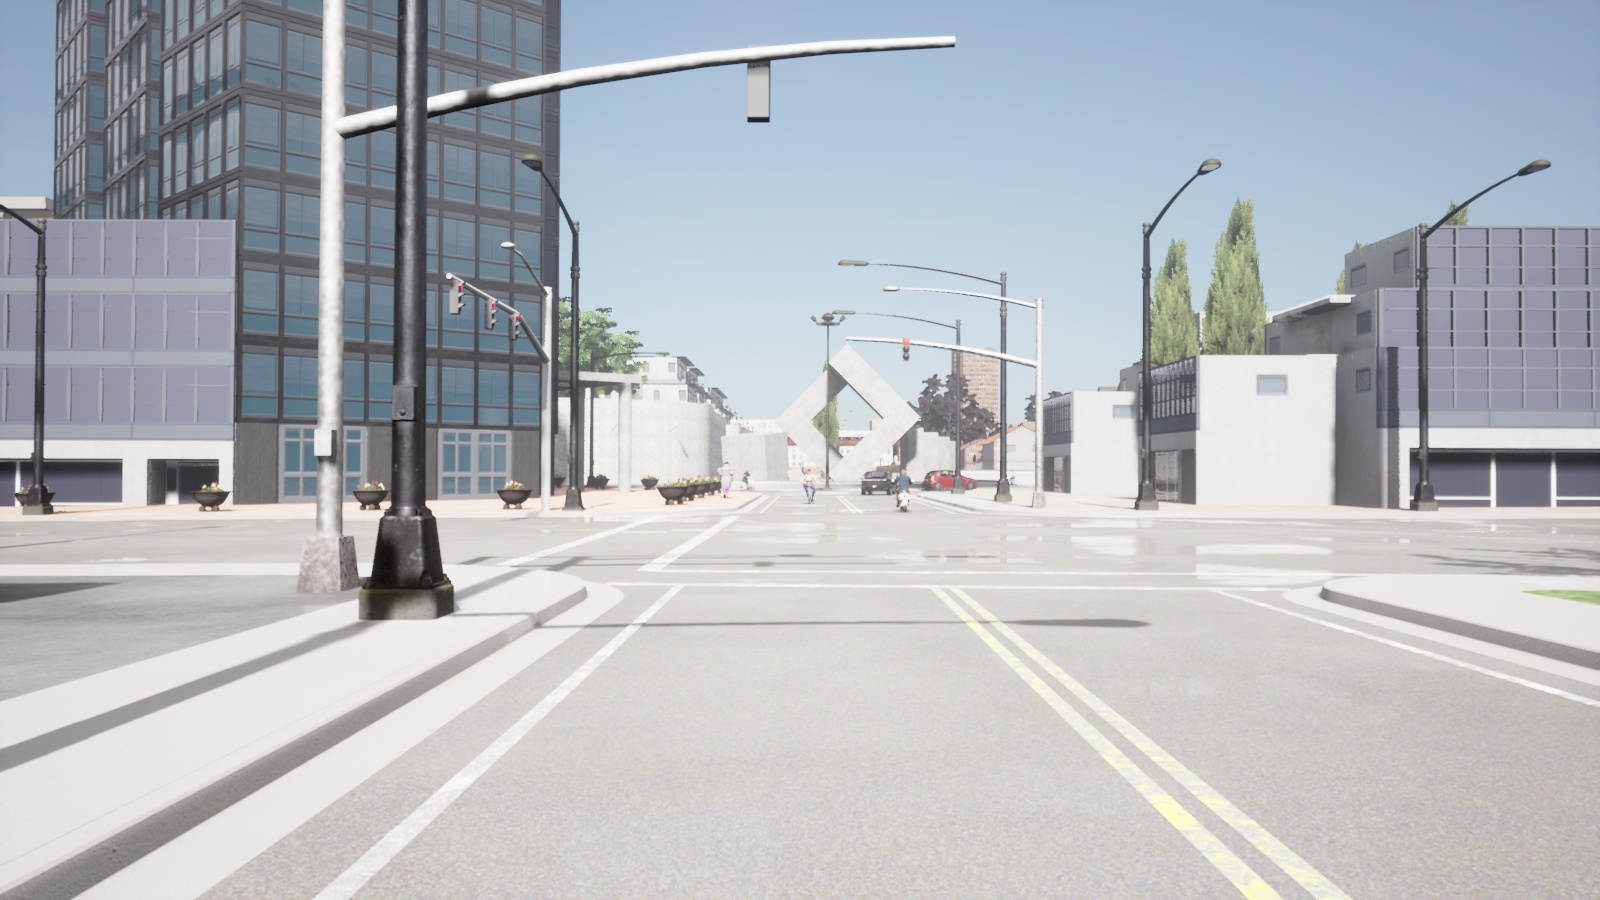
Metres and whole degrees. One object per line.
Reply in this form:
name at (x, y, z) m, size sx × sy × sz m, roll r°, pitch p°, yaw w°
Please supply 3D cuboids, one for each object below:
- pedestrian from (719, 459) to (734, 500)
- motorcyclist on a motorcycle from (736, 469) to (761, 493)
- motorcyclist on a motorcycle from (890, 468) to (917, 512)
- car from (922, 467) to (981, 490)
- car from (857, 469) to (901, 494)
pedestrian at (-3.581, 1.438, 61.140) m, size 0.659 × 1.952 × 0.873 m, roll 0°, pitch -1°, yaw 0°
motorcyclist on a motorcycle at (-3.459, 2.088, 84.537) m, size 0.866 × 1.590 × 1.817 m, roll 0°, pitch -1°, yaw -34°
motorcyclist on a motorcycle at (3.871, 1.479, 47.041) m, size 0.866 × 1.590 × 1.817 m, roll 0°, pitch -1°, yaw 0°
car at (11.286, 2.114, 93.622) m, size 3.988 × 1.617 × 1.851 m, roll 0°, pitch -1°, yaw -20°
car at (4.998, 1.969, 78.875) m, size 2.128 × 1.511 × 4.902 m, roll 0°, pitch -1°, yaw 11°
